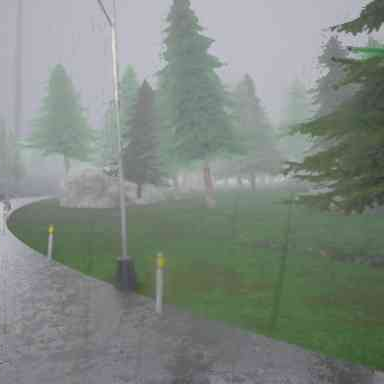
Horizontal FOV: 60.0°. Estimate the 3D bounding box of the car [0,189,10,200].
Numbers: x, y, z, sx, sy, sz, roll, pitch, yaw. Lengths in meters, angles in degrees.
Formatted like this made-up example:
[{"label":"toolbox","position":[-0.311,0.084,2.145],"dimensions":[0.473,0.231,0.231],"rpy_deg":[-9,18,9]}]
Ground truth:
[{"label":"car","position":[-21.710,0.393,36.445],"dimensions":[2.128,1.511,4.902],"rpy_deg":[-3,3,-8]}]
